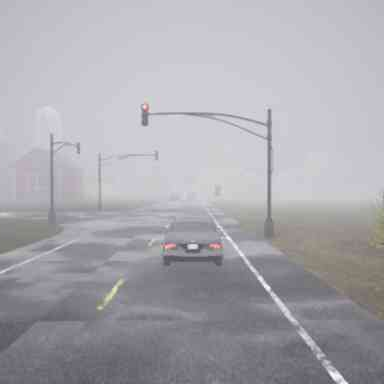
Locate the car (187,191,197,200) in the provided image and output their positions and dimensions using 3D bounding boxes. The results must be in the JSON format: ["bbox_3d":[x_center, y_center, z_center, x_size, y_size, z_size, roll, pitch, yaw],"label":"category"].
[{"bbox_3d":[0.009,0.866,77.887,2.150,2.045,5.566,0,0,0],"label":"car"}]

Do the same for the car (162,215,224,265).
[{"bbox_3d":[0.011,1.505,11.433,2.033,1.411,5.357,0,0,0],"label":"car"}]

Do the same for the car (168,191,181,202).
[{"bbox_3d":[-3.493,0.925,67.322,2.150,2.045,5.566,0,1,0],"label":"car"}]

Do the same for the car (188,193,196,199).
[{"bbox_3d":[0.010,1.059,88.276,1.994,1.385,4.181,0,0,0],"label":"car"}]
